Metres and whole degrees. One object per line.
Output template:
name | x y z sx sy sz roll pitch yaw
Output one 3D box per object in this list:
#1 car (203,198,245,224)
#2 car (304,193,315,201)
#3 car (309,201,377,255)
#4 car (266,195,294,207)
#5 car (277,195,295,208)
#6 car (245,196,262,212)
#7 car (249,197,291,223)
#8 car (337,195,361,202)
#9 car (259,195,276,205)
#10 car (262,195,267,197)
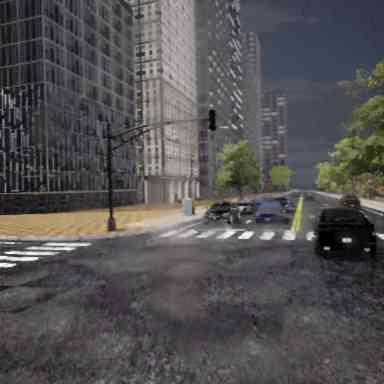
car | 2.207 1.408 23.668 1.837 1.490 4.892 -1 0 18
car | 21.727 0.947 61.403 2.033 1.411 5.357 -1 0 18
car | 5.597 1.323 12.692 1.882 1.535 5.008 -1 0 18
car | 8.843 1.240 33.219 1.837 1.490 4.892 -1 0 19
car | 12.276 1.187 43.322 2.033 1.411 5.357 -1 0 18
car | 5.203 1.311 32.596 2.128 1.511 4.902 -1 0 19
car | 5.715 1.371 23.910 2.033 1.411 5.357 -1 0 19
car | 16.330 1.067 34.613 1.837 1.490 4.892 -1 0 18
car | 11.921 1.181 52.530 2.033 1.411 5.357 -1 0 18
car | 8.589 1.273 42.535 2.033 1.411 5.357 -1 0 18
